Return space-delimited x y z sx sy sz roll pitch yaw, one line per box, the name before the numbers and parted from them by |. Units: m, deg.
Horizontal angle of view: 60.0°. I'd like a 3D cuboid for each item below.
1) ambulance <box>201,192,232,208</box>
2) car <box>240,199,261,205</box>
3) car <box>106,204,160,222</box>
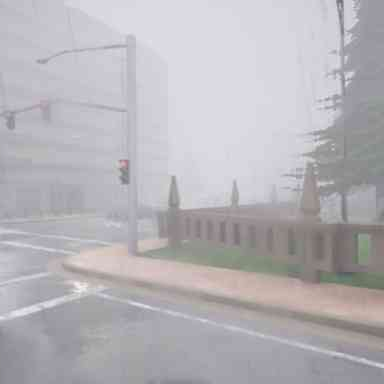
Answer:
ambulance | 3.704 1.243 47.690 2.351 2.431 6.366 -1 0 35
car | 8.676 1.735 48.831 1.994 1.385 4.181 -1 0 35
car | -4.956 1.771 29.103 2.033 1.411 5.357 -1 0 35
